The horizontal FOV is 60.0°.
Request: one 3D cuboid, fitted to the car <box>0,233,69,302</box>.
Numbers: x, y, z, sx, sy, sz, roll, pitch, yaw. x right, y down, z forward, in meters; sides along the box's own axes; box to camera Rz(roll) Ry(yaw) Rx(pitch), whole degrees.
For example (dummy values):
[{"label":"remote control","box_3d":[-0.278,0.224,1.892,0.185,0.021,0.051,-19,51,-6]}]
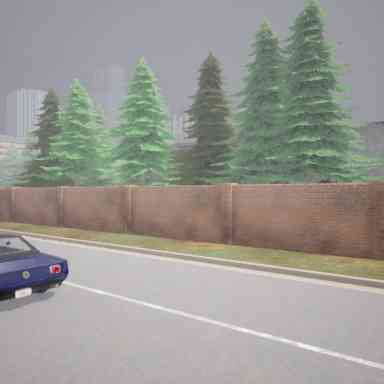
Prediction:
[{"label":"car","box_3d":[-4.957,1.600,7.508,4.718,1.301,1.895,0,0,35]}]
